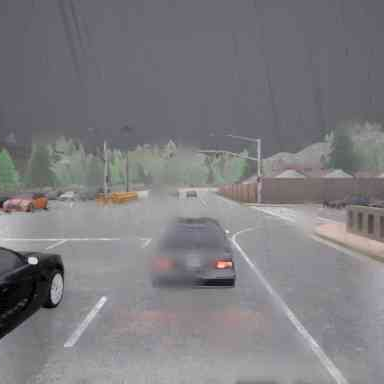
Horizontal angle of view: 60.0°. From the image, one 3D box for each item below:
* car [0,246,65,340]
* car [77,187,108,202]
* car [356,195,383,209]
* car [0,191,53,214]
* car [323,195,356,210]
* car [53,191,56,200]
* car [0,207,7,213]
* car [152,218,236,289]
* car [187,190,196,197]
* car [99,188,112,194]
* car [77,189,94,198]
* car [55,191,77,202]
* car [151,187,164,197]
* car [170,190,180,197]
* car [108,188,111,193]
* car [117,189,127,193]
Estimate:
[{"bbox_3d":[-3.453,1.421,4.613,1.882,1.535,5.008,0,1,0],"label":"car"},{"bbox_3d":[-14.218,0.361,47.867,2.150,2.045,5.566,0,1,0],"label":"car"},{"bbox_3d":[17.798,1.041,29.131,5.357,1.411,2.033,0,1,2],"label":"car"},{"bbox_3d":[-14.173,0.853,28.623,2.097,1.767,4.553,0,1,0],"label":"car"},{"bbox_3d":[15.817,0.973,32.699,5.357,1.411,2.033,0,1,2],"label":"car"},{"bbox_3d":[-21.222,0.574,51.479,1.837,1.490,4.892,0,2,0],"label":"car"},{"bbox_3d":[-6.944,1.358,8.137,1.882,1.535,5.008,0,1,0],"label":"car"},{"bbox_3d":[0.089,1.417,8.986,2.033,1.411,5.357,0,1,1],"label":"car"},{"bbox_3d":[-0.078,0.288,70.002,1.994,1.385,4.181,0,1,0],"label":"car"},{"bbox_3d":[-21.210,-0.214,81.811,2.128,1.511,4.902,0,1,0],"label":"car"},{"bbox_3d":[-21.170,0.271,66.263,1.882,1.535,5.008,0,1,0],"label":"car"},{"bbox_3d":[-17.714,0.653,48.498,1.812,1.442,4.674,0,1,0],"label":"car"},{"bbox_3d":[-7.076,-0.030,68.689,2.150,2.045,5.566,0,1,0],"label":"car"},{"bbox_3d":[-3.579,0.226,69.422,2.128,1.511,4.902,0,1,0],"label":"car"},{"bbox_3d":[-17.672,0.324,67.181,2.033,1.411,5.357,0,1,0],"label":"car"},{"bbox_3d":[-14.174,0.114,67.911,2.097,1.767,4.553,0,1,0],"label":"car"}]
